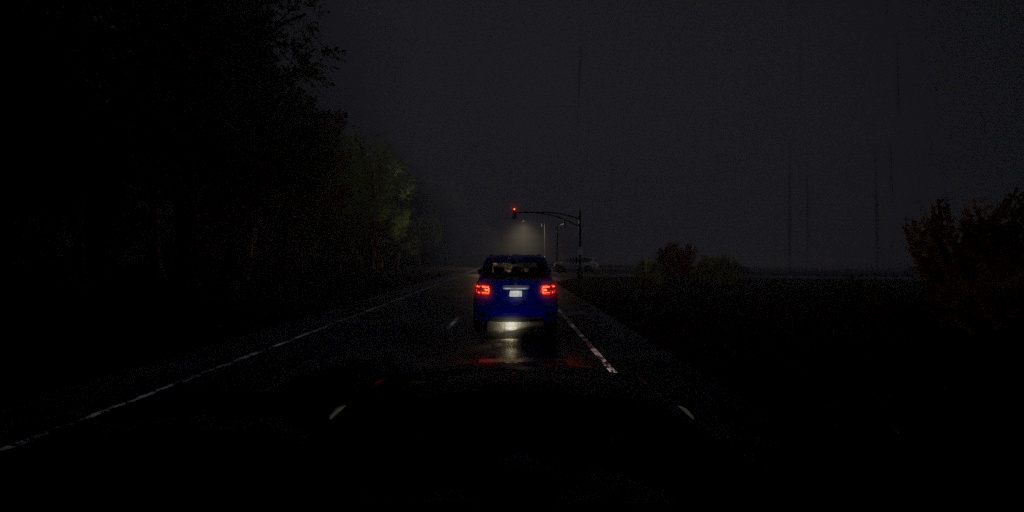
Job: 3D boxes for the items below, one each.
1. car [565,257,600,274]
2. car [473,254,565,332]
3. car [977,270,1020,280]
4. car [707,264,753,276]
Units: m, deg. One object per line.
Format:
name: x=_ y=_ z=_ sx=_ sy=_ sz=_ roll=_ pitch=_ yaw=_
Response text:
car: x=7.818 y=1.138 z=43.704 sx=5.566 sy=2.045 sz=2.150 roll=1 pitch=0 yaw=17
car: x=0.090 y=0.974 z=11.059 sx=2.150 sy=2.045 sz=5.566 roll=0 pitch=0 yaw=0
car: x=52.069 y=1.880 z=38.649 sx=4.181 sy=1.385 sz=1.994 roll=1 pitch=-1 yaw=1
car: x=25.328 y=1.631 z=42.369 sx=5.357 sy=1.411 sz=2.033 roll=1 pitch=-1 yaw=0
